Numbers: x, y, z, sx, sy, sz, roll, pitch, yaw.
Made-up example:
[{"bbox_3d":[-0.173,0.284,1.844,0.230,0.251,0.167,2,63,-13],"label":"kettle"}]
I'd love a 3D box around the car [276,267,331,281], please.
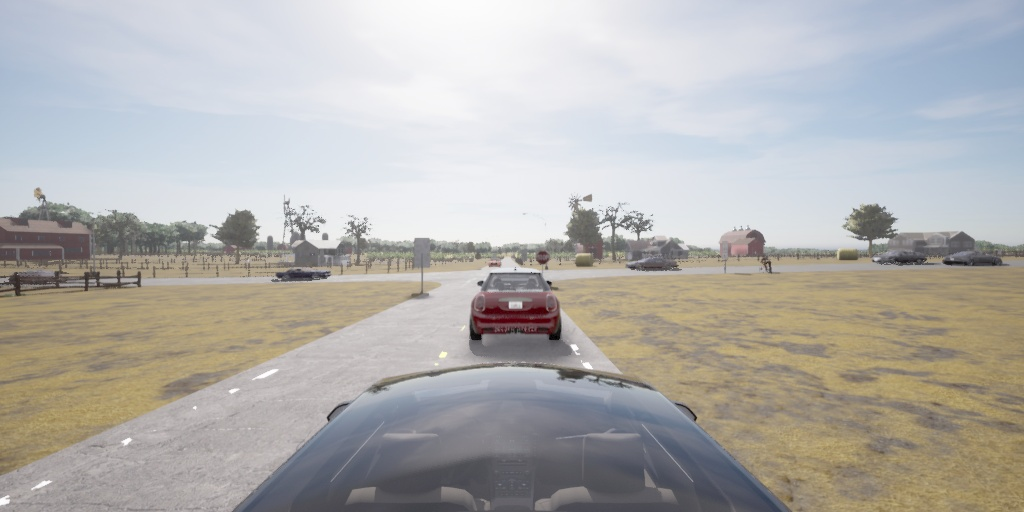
[{"bbox_3d":[-20.842,1.775,36.020,4.718,1.301,1.895,-1,1,0],"label":"car"}]

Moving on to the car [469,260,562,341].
[{"bbox_3d":[0.076,1.099,9.991,2.097,1.767,4.553,0,0,0],"label":"car"}]

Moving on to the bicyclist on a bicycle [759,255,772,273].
[{"bbox_3d":[22.791,0.749,32.265,0.582,1.620,1.656,-1,0,0],"label":"bicyclist on a bicycle"}]

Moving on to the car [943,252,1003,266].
[{"bbox_3d":[46.582,0.260,36.287,4.181,1.385,1.994,-1,1,0],"label":"car"}]

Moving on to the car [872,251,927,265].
[{"bbox_3d":[43.039,0.189,39.897,4.902,1.511,2.128,-1,1,0],"label":"car"}]

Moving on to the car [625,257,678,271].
[{"bbox_3d":[15.488,0.875,39.834,5.357,1.411,2.033,-1,1,0],"label":"car"}]

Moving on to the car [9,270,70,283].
[{"bbox_3d":[-47.275,2.074,35.962,4.181,1.385,1.994,0,1,0],"label":"car"}]

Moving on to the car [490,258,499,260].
[{"bbox_3d":[-3.149,1.137,64.579,2.097,1.767,4.553,0,0,0],"label":"car"}]
